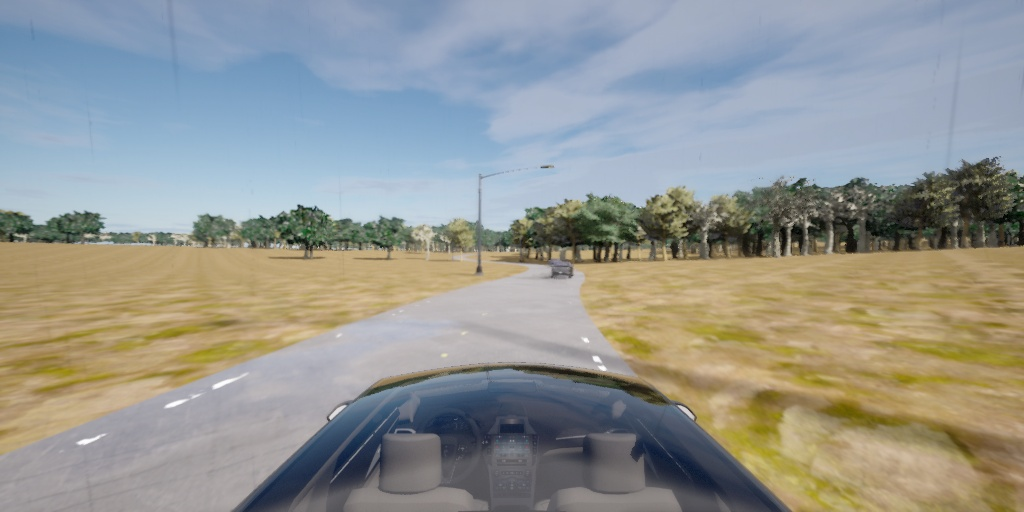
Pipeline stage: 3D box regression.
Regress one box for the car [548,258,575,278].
[{"bbox_3d":[4.743,1.244,33.390,2.128,1.511,4.902,0,0,12],"label":"car"}]
